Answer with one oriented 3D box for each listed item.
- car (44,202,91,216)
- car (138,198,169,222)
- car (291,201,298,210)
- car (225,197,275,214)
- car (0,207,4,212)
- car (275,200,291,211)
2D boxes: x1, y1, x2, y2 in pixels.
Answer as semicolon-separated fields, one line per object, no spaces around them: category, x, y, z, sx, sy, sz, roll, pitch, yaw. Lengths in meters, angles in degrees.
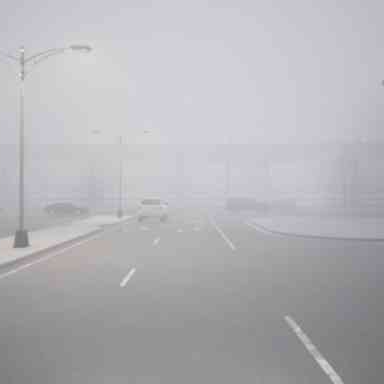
car;-13.767;1.875;36.874;4.892;1.490;1.837;0;-1;1
car;-3.376;1.520;29.739;2.150;2.045;5.566;0;-1;1
car;13.623;2.020;50.991;4.892;1.490;1.837;0;0;0
car;6.734;1.627;40.287;5.566;2.045;2.150;0;-1;0
car;-25.603;2.004;40.419;4.718;1.301;1.895;0;-1;0
car;10.809;2.024;47.266;5.357;1.411;2.033;0;-1;4
